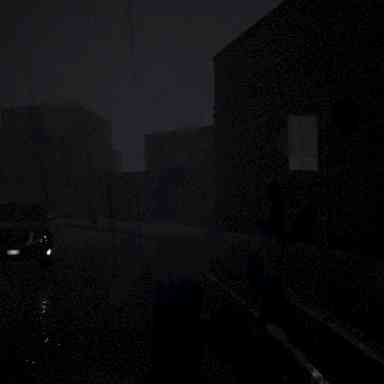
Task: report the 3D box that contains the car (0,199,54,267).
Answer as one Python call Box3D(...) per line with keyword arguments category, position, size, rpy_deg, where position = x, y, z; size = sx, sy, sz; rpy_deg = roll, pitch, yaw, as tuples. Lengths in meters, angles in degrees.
Box3D(category="car", position=(-6.159, 1.292, 11.439), size=(2.150, 2.045, 5.566), rpy_deg=(1, -1, -29))

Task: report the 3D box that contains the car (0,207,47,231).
Box3D(category="car", position=(-12.073, 1.763, 22.728), size=(4.181, 1.385, 1.994), rpy_deg=(0, -2, 34))
